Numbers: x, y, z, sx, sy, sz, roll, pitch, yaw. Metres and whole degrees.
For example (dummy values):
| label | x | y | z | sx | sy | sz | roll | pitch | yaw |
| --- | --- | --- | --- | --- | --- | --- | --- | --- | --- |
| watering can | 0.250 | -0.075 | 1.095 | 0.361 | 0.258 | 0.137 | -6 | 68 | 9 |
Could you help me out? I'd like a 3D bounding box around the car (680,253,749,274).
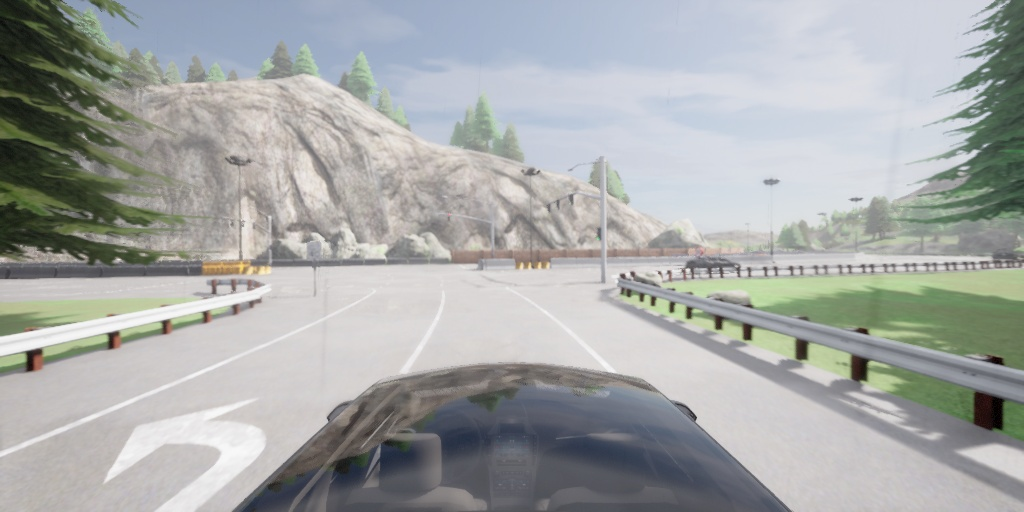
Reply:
| label | x | y | z | sx | sy | sz | roll | pitch | yaw |
| --- | --- | --- | --- | --- | --- | --- | --- | --- | --- |
| car | 17.199 | 0.740 | 30.610 | 4.892 | 1.490 | 1.837 | -1 | 1 | -13 |
